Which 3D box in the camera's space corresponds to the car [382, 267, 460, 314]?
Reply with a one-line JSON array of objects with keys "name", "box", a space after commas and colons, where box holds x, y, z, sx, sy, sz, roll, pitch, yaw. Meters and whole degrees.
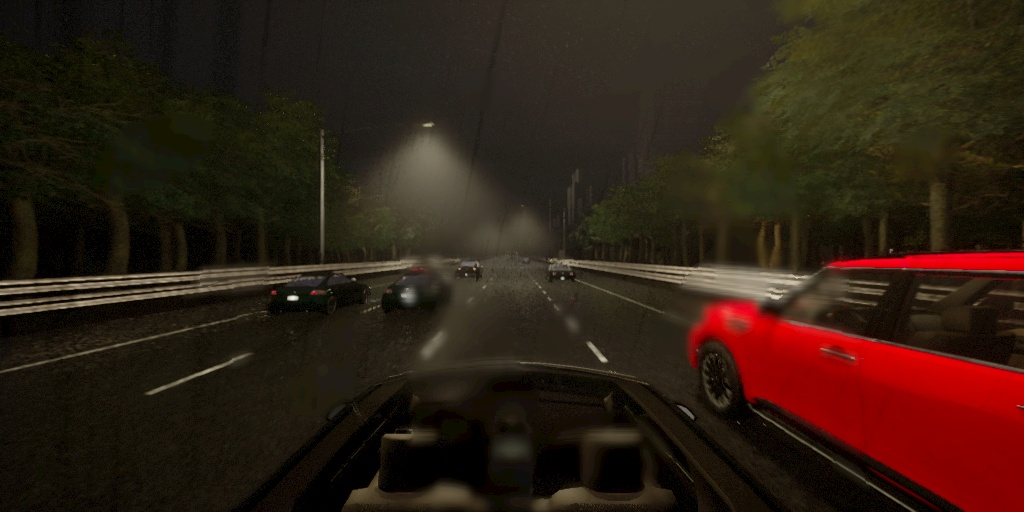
[{"name": "car", "box": [-3.401, 1.291, 13.735, 1.994, 1.385, 4.181, 0, 0, 0]}]

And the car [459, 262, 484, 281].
[{"name": "car", "box": [-3.397, 1.192, 29.250, 2.128, 1.511, 4.902, 0, 0, 0]}]

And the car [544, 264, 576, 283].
[{"name": "car", "box": [3.603, 1.304, 27.687, 1.895, 1.301, 4.718, 0, 0, 0]}]

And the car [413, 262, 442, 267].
[{"name": "car", "box": [-6.897, 1.205, 29.278, 1.837, 1.490, 4.892, 0, 0, 0]}]

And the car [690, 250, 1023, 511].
[{"name": "car", "box": [3.573, 0.973, 2.681, 2.150, 2.045, 5.566, 0, 1, 0]}]

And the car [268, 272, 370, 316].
[{"name": "car", "box": [-6.902, 1.292, 13.299, 1.994, 1.385, 4.181, 0, 0, 0]}]
